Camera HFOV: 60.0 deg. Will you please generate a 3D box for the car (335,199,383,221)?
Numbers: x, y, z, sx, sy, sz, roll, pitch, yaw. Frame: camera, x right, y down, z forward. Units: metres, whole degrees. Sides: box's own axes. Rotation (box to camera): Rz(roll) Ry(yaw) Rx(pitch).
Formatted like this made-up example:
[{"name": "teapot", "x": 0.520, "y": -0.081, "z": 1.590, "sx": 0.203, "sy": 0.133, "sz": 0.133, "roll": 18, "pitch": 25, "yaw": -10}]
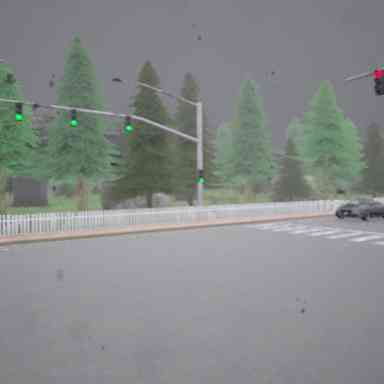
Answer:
[{"name": "car", "x": 11.759, "y": 1.184, "z": 22.936, "sx": 4.181, "sy": 1.385, "sz": 1.994, "roll": -1, "pitch": 1, "yaw": -33}]
